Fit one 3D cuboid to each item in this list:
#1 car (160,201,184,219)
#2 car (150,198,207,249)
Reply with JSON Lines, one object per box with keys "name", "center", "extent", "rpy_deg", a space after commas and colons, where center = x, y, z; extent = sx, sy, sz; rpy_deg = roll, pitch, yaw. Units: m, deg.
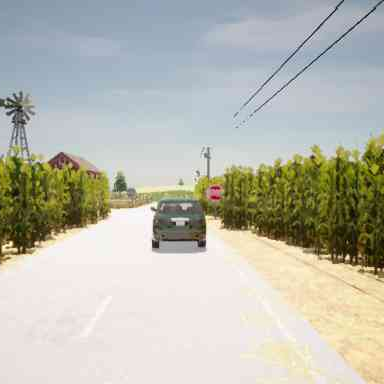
{"name": "car", "center": [-1.737, 1.570, 29.695], "extent": [1.994, 1.385, 4.181], "rpy_deg": [0, 0, -3]}
{"name": "car", "center": [-0.658, 1.255, 14.827], "extent": [2.150, 2.045, 5.566], "rpy_deg": [0, 0, -5]}
